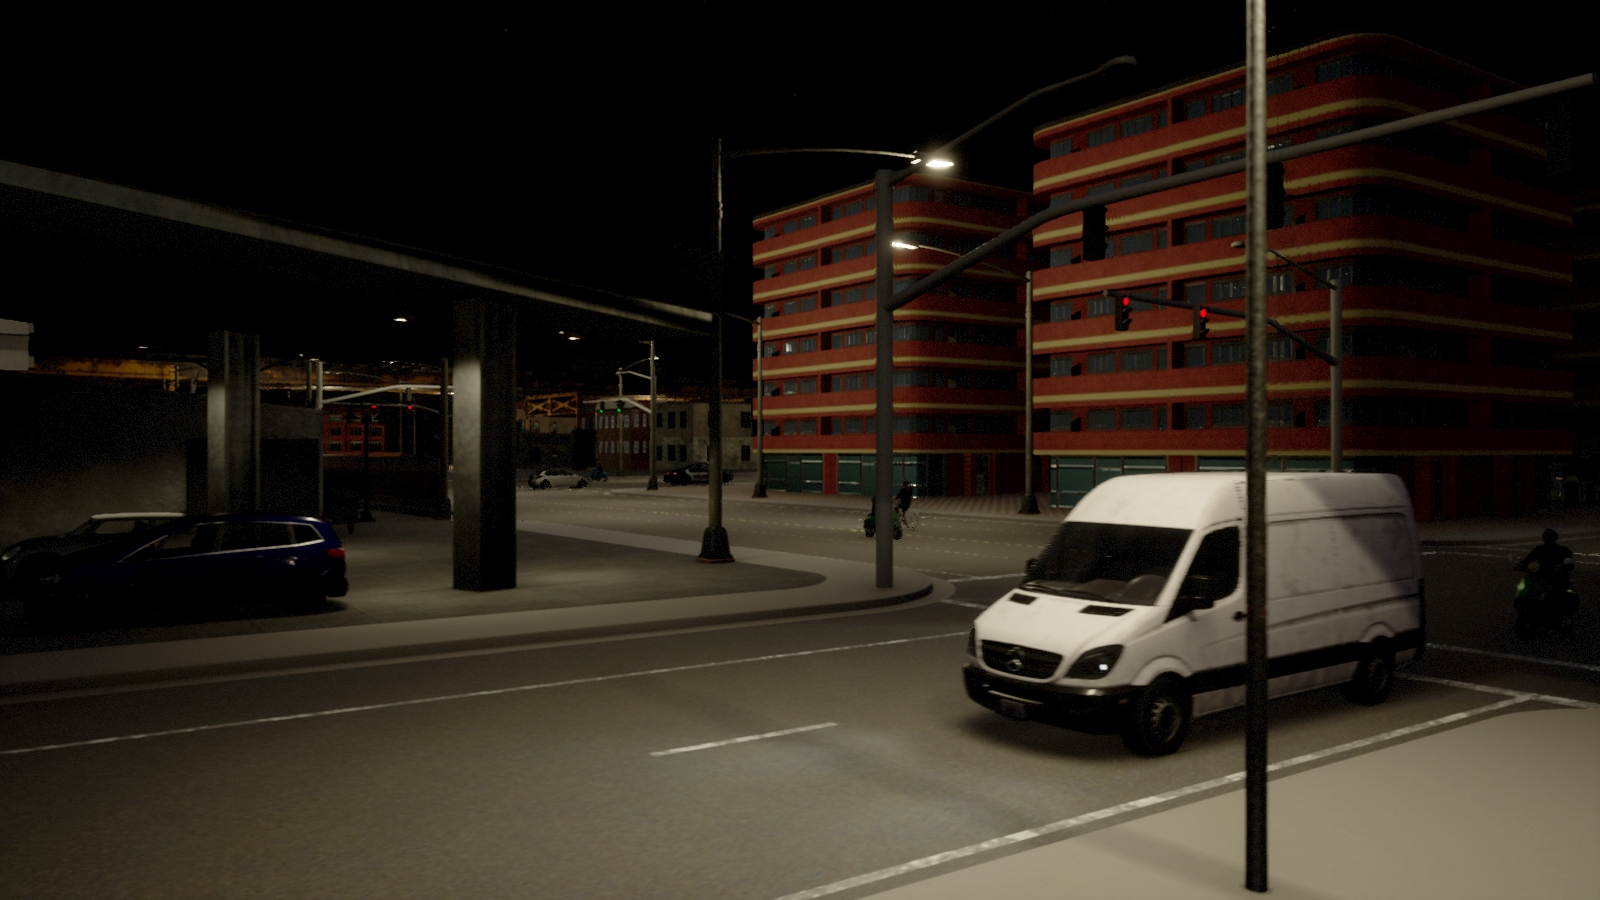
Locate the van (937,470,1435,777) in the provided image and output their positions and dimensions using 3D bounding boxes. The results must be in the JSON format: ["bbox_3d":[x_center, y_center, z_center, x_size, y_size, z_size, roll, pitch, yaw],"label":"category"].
[{"bbox_3d":[4.363,1.537,12.354,5.915,2.561,1.988,0,0,-35],"label":"van"}]

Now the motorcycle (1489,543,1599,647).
[{"bbox_3d":[11.208,2.133,17.130,1.805,1.341,0.856,0,0,-35],"label":"motorcycle"}]
